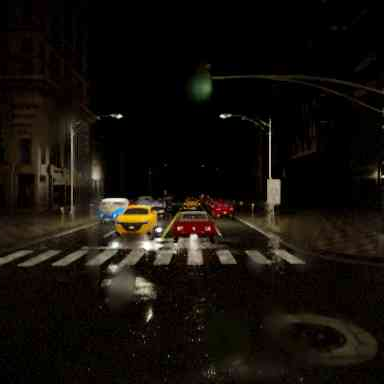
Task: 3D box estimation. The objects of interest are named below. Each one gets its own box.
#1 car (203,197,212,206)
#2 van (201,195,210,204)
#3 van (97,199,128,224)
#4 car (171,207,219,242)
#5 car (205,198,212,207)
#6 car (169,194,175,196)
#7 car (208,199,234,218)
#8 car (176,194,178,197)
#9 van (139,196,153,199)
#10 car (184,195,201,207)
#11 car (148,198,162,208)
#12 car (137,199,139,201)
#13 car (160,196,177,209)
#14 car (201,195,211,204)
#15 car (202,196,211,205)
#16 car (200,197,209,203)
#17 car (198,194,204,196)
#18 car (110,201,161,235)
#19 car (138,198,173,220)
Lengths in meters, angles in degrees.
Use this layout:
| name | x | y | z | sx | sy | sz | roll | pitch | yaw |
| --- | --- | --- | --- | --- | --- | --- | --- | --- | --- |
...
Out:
| name | x | y | z | sx | sy | sz | roll | pitch | yaw |
| --- | --- | --- | --- | --- | --- | --- | --- | --- | --- |
| car | 2.777 | 1.636 | 41.417 | 1.887 | 1.381 | 4.507 | 0 | 0 | 0 |
| van | 2.771 | 1.504 | 69.045 | 1.690 | 1.788 | 3.998 | 0 | 0 | 0 |
| van | -5.778 | 1.392 | 24.860 | 1.690 | 1.788 | 3.998 | 0 | 0 | 0 |
| car | 0.094 | 1.635 | 16.694 | 1.895 | 1.301 | 4.718 | 0 | 0 | 0 |
| car | 2.778 | 1.622 | 35.892 | 1.887 | 1.381 | 4.507 | 0 | 0 | 0 |
| car | -5.766 | 1.716 | 79.939 | 1.752 | 1.417 | 4.829 | 0 | 0 | 0 |
| car | 2.779 | 1.609 | 30.366 | 1.887 | 1.381 | 4.507 | 0 | 0 | 0 |
| car | -5.764 | 1.535 | 91.159 | 2.192 | 1.841 | 5.009 | 0 | 0 | 0 |
| van | -5.775 | 1.432 | 41.435 | 1.690 | 1.788 | 3.998 | 0 | 0 | 0 |
| car | 0.003 | 1.590 | 49.661 | 1.882 | 1.535 | 5.008 | 0 | 0 | 0 |
| car | -5.772 | 1.702 | 52.485 | 1.802 | 1.307 | 4.206 | 0 | 0 | 0 |
| car | -5.776 | 1.609 | 30.385 | 1.887 | 1.381 | 4.507 | 0 | 0 | 0 |
| car | -3.082 | 1.591 | 39.217 | 1.837 | 1.490 | 4.892 | 0 | 0 | 0 |
| car | 2.774 | 1.679 | 57.993 | 1.887 | 1.381 | 4.507 | 0 | 0 | 0 |
| car | 2.776 | 1.631 | 47.112 | 1.752 | 1.417 | 4.829 | 0 | 0 | 0 |
| car | 2.771 | 1.728 | 74.570 | 2.008 | 1.369 | 4.403 | 0 | 0 | 0 |
| car | 2.772 | 1.463 | 63.519 | 2.192 | 1.841 | 5.009 | 0 | 0 | 0 |
| car | -3.092 | 1.516 | 19.197 | 1.882 | 1.535 | 5.008 | 0 | 0 | -1 |
| car | -3.094 | 1.552 | 29.084 | 2.128 | 1.511 | 4.902 | 0 | 0 | 0 |
